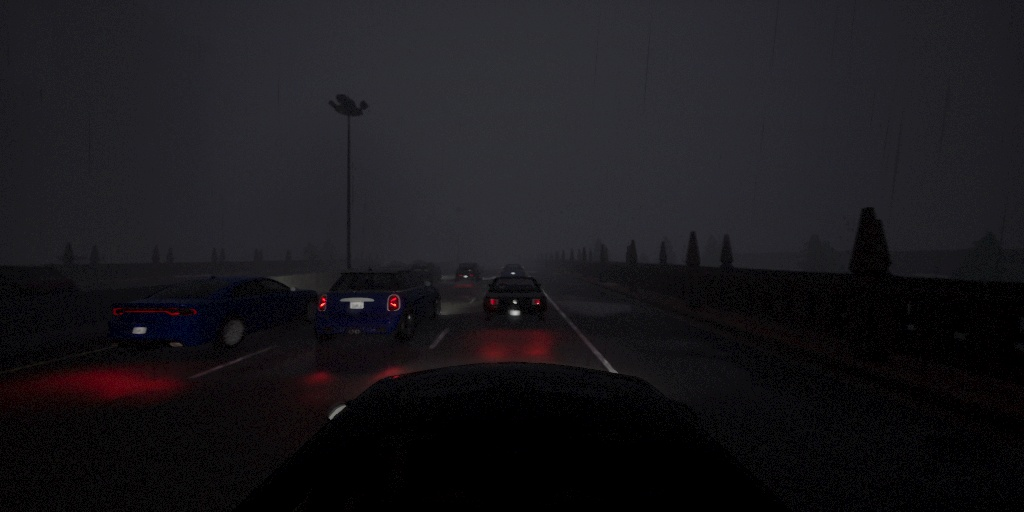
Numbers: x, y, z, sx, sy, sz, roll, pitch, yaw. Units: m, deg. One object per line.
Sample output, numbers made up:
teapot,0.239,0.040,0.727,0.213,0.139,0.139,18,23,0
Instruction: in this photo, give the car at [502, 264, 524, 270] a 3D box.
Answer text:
car,0.086,1.328,29.986,1.994,1.385,4.181,0,0,0

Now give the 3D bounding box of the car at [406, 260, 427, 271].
car,-14.086,1.323,53.326,1.837,1.490,4.892,0,0,0

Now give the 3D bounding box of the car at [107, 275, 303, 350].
car,-6.905,1.228,9.122,1.882,1.535,5.008,0,0,0

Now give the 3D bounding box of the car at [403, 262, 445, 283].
car,-6.913,1.254,28.735,2.128,1.511,4.902,0,0,0

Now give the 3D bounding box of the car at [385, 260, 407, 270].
car,-17.579,1.388,54.748,1.994,1.385,4.181,0,0,0

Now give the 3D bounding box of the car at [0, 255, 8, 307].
car,-21.106,0.973,11.454,2.150,2.045,5.566,0,0,0

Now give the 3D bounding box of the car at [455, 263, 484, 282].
car,-3.414,1.268,28.951,1.837,1.490,4.892,0,0,0

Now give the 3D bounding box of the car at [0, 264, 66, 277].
car,-17.605,1.103,11.756,2.097,1.767,4.553,0,0,0

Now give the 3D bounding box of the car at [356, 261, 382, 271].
car,-21.080,1.419,52.927,1.895,1.301,4.718,0,0,1

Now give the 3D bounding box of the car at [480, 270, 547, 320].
car,0.094,1.351,12.549,1.895,1.301,4.718,0,0,0

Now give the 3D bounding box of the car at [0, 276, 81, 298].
car,-14.105,1.351,8.782,1.895,1.301,4.718,0,0,0

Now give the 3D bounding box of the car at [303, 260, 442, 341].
car,-3.404,1.102,9.993,2.097,1.767,4.553,0,0,0
